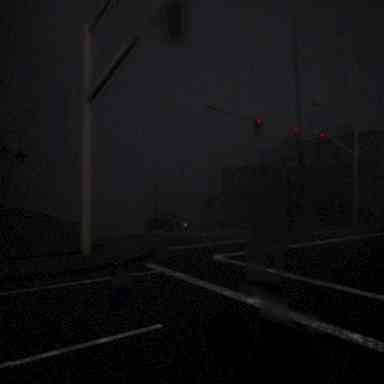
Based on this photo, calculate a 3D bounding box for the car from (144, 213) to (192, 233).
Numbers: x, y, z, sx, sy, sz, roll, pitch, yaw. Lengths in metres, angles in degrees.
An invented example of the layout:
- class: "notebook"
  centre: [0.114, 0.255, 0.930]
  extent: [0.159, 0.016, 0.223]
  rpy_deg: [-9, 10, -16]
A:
- class: "car"
  centre: [-1.913, 2.353, 25.525]
  extent: [2.128, 1.511, 4.902]
  rpy_deg: [1, -7, -36]
